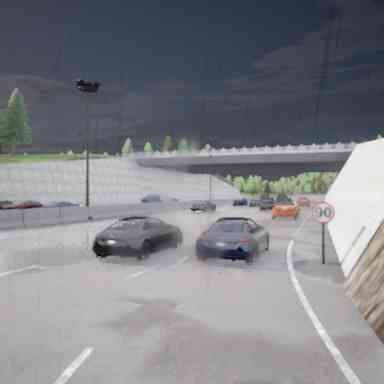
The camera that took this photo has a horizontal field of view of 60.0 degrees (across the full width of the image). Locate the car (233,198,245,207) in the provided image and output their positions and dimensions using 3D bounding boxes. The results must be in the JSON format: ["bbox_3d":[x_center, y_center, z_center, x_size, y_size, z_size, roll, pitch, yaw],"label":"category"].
[{"bbox_3d":[8.852,1.813,59.937,1.882,1.535,5.008,0,0,22],"label":"car"}]

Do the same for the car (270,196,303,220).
[{"bbox_3d":[8.766,1.526,30.604,2.097,1.767,4.553,0,0,21],"label":"car"}]

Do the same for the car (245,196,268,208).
[{"bbox_3d":[10.688,1.801,55.115,2.128,1.511,4.902,0,0,21],"label":"car"}]

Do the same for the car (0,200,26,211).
[{"bbox_3d":[-18.852,1.676,37.415,1.882,1.535,5.008,0,0,21],"label":"car"}]

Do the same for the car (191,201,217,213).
[{"bbox_3d":[1.504,1.774,40.907,2.033,1.411,5.357,0,0,21],"label":"car"}]

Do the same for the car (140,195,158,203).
[{"bbox_3d":[-7.975,1.580,65.145,2.150,2.045,5.566,0,-1,22],"label":"car"}]

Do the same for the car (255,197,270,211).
[{"bbox_3d":[10.177,1.741,43.887,2.128,1.511,4.902,0,0,21],"label":"car"}]

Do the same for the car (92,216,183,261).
[{"bbox_3d":[-1.917,1.635,12.846,1.994,1.385,4.181,0,0,21],"label":"car"}]

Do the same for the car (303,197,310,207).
[{"bbox_3d":[19.710,1.685,58.715,2.097,1.767,4.553,0,0,21],"label":"car"}]

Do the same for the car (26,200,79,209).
[{"bbox_3d":[-13.253,1.651,32.503,1.882,1.535,5.008,0,-1,21],"label":"car"}]

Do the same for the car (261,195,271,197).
[{"bbox_3d":[14.481,1.587,64.853,2.150,2.045,5.566,0,0,21],"label":"car"}]

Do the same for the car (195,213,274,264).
[{"bbox_3d":[1.638,1.634,12.325,1.994,1.385,4.181,0,0,21],"label":"car"}]

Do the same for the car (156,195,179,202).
[{"bbox_3d":[-3.770,1.790,56.772,1.882,1.535,5.008,0,0,22],"label":"car"}]
